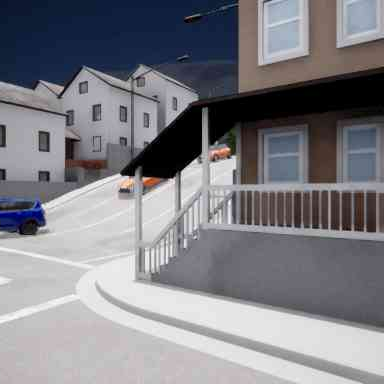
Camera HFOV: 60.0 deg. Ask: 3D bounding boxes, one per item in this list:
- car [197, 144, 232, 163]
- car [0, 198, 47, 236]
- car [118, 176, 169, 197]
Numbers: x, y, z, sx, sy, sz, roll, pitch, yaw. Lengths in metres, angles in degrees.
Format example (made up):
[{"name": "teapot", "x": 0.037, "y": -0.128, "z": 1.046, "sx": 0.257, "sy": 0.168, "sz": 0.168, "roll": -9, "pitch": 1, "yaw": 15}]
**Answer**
[{"name": "car", "x": 2.358, "y": -4.216, "z": 35.632, "sx": 2.097, "sy": 1.767, "sz": 4.553, "roll": 0, "pitch": 11, "yaw": 35}, {"name": "car", "x": -10.466, "y": 1.326, "z": 17.278, "sx": 2.150, "sy": 2.045, "sz": 5.566, "roll": 1, "pitch": 0, "yaw": 40}, {"name": "car", "x": -3.942, "y": -1.078, "z": 26.493, "sx": 2.097, "sy": 1.767, "sz": 4.553, "roll": 0, "pitch": 20, "yaw": 34}]
